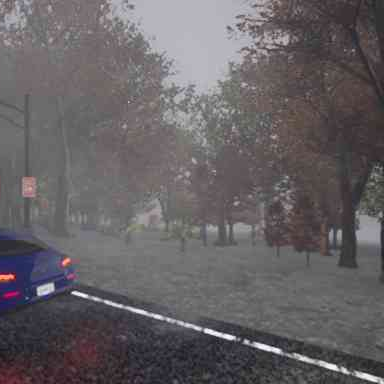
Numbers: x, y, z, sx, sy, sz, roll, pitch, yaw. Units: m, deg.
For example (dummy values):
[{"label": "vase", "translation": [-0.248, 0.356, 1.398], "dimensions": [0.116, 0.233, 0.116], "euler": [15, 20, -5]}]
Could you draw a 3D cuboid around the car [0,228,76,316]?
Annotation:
[{"label": "car", "translation": [-4.319, 1.485, 6.730], "dimensions": [4.674, 1.442, 1.812], "euler": [-2, 2, 34]}]
